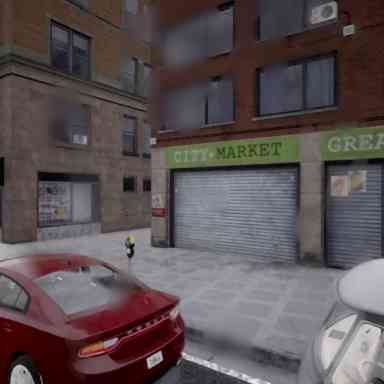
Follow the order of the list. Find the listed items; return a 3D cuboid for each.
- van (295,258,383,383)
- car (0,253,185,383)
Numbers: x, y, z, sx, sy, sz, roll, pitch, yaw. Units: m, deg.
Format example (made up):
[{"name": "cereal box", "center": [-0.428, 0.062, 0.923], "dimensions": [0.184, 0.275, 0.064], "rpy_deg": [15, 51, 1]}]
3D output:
[{"name": "van", "center": [2.422, 1.341, 1.349], "dimensions": [3.998, 1.788, 1.690], "rpy_deg": [0, 0, 35]}, {"name": "car", "center": [-2.186, 1.544, 4.637], "dimensions": [4.507, 1.381, 1.887], "rpy_deg": [0, 0, 35]}]
